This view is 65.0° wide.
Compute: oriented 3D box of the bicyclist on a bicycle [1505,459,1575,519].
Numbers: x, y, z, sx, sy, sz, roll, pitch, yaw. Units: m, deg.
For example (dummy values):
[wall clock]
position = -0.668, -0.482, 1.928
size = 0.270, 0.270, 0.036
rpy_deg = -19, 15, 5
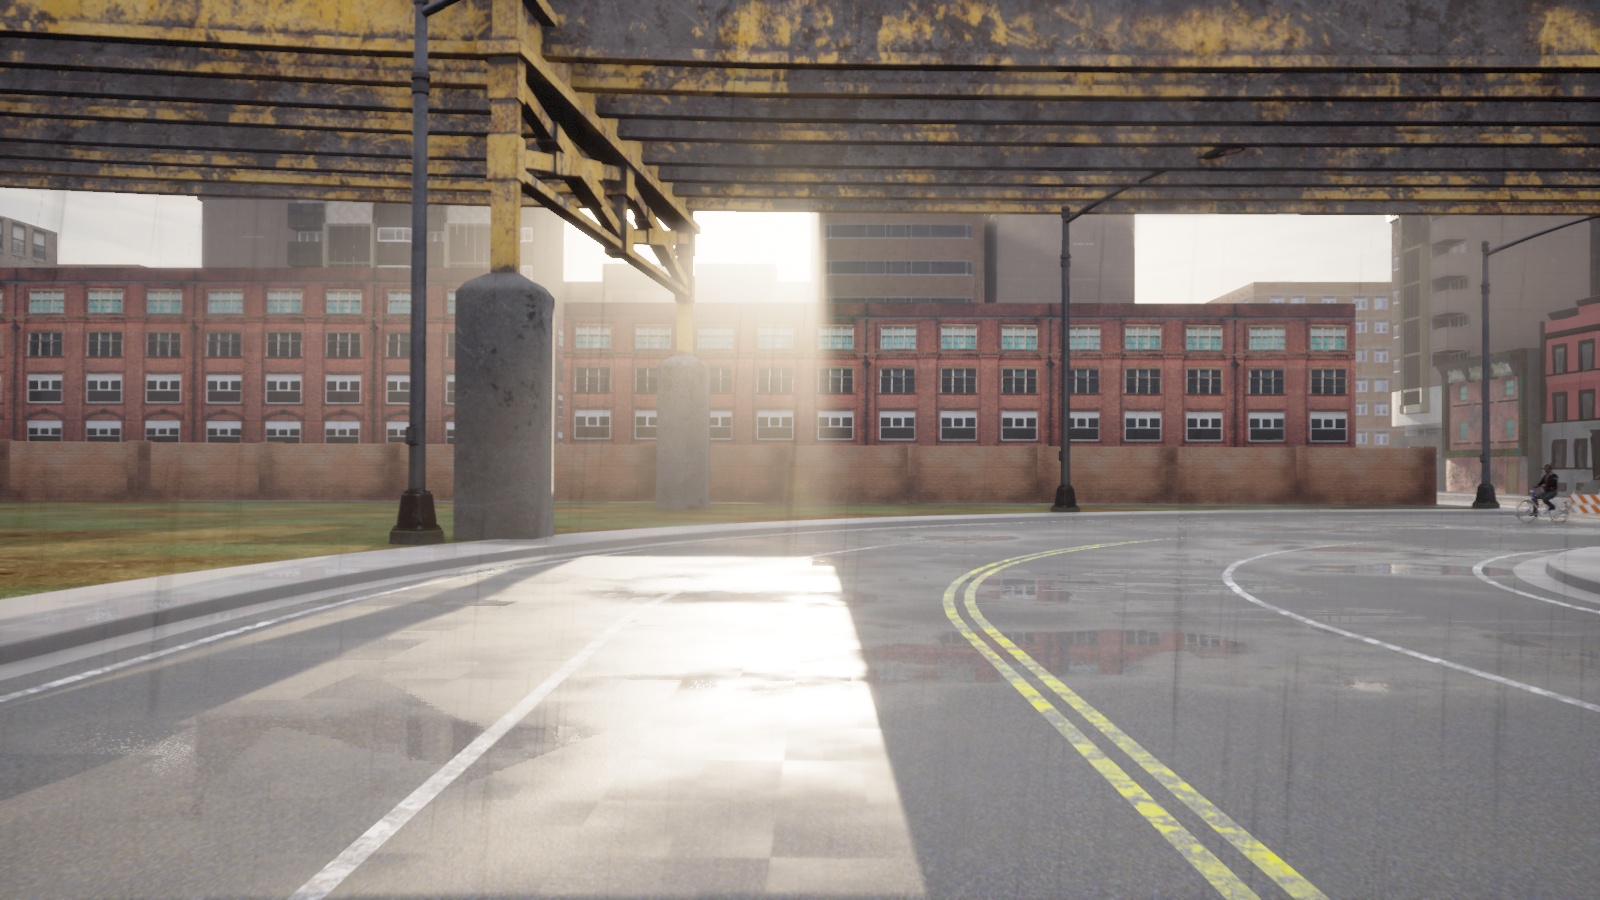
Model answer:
[bicyclist on a bicycle]
position = 22.172, 1.154, 37.642
size = 1.843, 1.776, 0.659
rpy_deg = 0, 0, -12
